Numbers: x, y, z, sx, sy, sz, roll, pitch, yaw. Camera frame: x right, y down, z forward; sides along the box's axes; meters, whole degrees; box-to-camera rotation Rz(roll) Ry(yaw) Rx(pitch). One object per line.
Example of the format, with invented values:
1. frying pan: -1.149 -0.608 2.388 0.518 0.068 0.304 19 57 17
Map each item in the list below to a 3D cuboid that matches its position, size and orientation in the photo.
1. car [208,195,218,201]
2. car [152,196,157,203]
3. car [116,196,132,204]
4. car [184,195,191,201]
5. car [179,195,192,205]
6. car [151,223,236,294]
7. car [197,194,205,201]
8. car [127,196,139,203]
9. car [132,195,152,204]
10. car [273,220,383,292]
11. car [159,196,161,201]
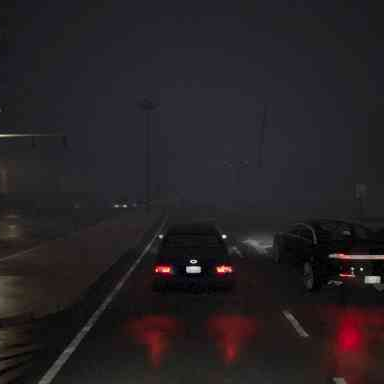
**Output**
1. car: 5.839 1.492 89.329 1.882 1.535 5.008 0 0 0
2. car: -9.186 1.494 71.415 1.882 1.535 5.008 0 0 0
3. car: -12.753 1.615 62.029 1.895 1.301 4.718 0 0 1
4. car: -1.161 1.554 89.323 2.033 1.411 5.357 0 0 0
5. car: -1.204 1.577 58.431 1.994 1.385 4.181 0 0 0
6. car: 0.021 1.549 8.947 2.033 1.411 5.357 0 0 0
7. car: 2.339 1.516 89.400 1.837 1.490 4.892 0 0 0
8. car: -12.685 1.540 72.177 1.812 1.442 4.674 0 0 0
9. car: -9.262 1.366 61.696 2.097 1.767 4.553 0 0 0
10. car: 3.519 1.493 8.895 2.128 1.511 4.902 0 0 0
11. car: -9.166 1.610 85.397 1.895 1.301 4.718 0 0 0
